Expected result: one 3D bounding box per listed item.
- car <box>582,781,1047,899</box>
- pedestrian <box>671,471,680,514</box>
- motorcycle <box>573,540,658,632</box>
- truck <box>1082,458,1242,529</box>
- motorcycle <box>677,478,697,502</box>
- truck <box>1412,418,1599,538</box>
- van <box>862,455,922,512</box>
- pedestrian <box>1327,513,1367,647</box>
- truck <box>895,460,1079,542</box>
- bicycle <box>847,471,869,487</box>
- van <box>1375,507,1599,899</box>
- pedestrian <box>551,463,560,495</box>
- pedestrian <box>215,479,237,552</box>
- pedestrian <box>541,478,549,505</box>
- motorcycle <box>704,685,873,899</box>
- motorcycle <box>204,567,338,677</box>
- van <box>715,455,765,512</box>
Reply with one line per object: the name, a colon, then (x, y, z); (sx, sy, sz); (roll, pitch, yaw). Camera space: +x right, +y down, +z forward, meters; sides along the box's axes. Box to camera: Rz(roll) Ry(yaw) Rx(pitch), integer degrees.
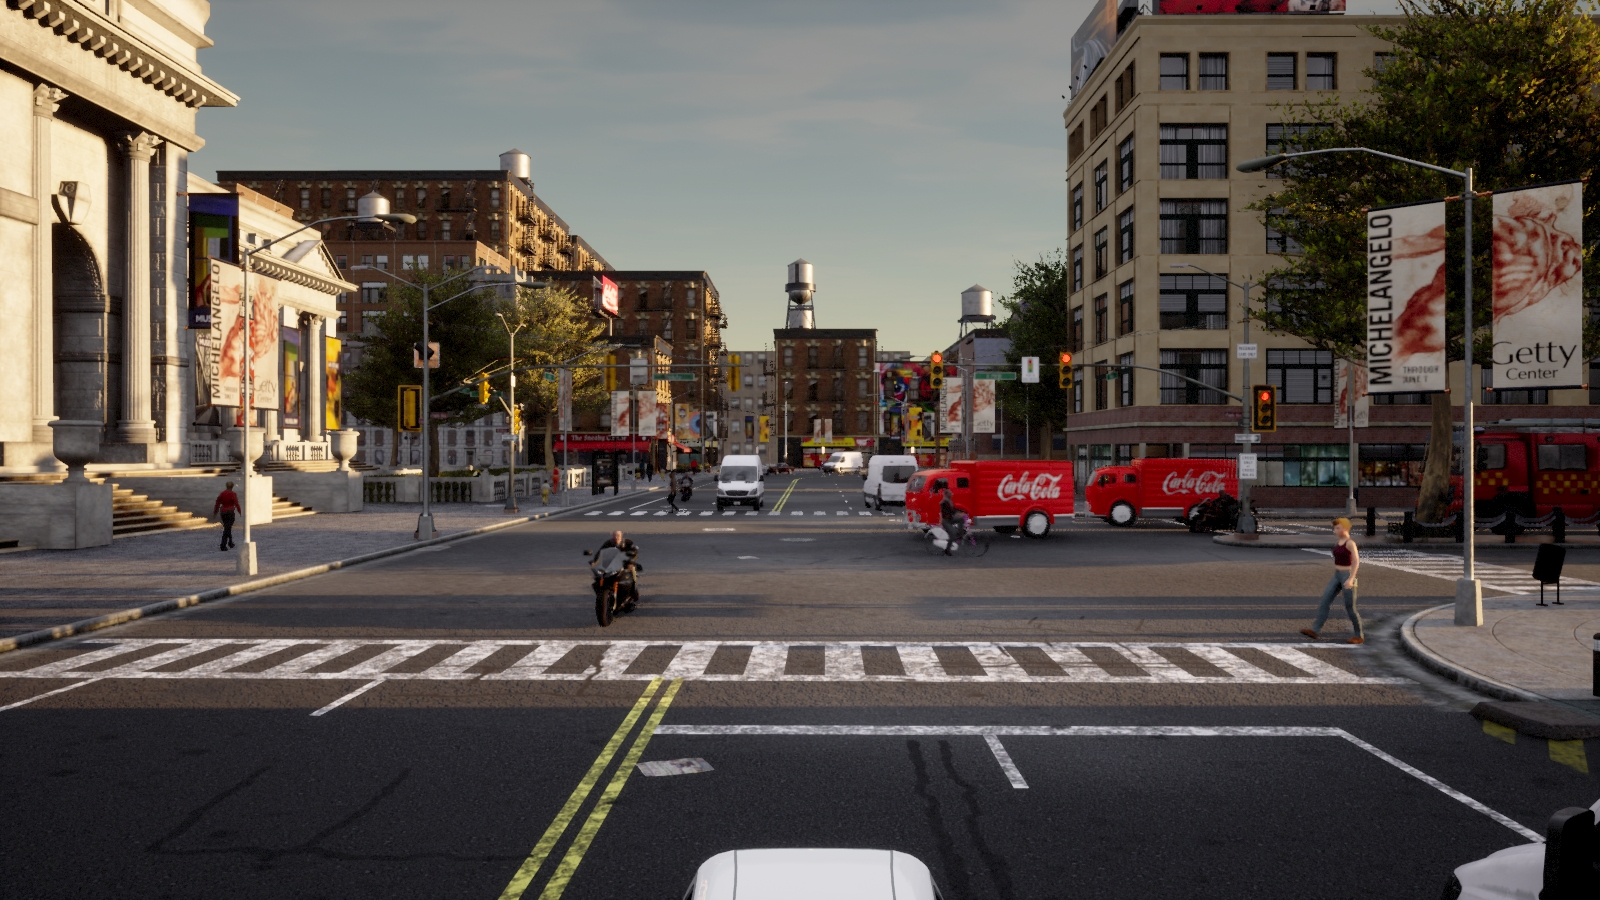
car: (0.047, 2.120, 3.817); (1.481, 1.376, 2.207); (0, 0, 0)
pedestrian: (-5.409, 1.848, 49.576); (0.375, 1.860, 0.375); (0, 0, 0)
motorcycle: (-3.018, 2.205, 18.928); (0.867, 1.251, 2.209); (0, 0, 5)
truck: (13.217, 1.563, 42.060); (5.204, 2.467, 2.627); (0, 0, 7)
motorcycle: (-6.217, 2.205, 62.895); (0.867, 1.251, 2.209); (0, 0, 1)
truck: (25.405, 0.890, 38.056); (8.468, 3.827, 2.891); (0, 0, 1)
van: (4.325, 1.534, 54.661); (1.988, 2.561, 5.915); (0, 0, -4)
pedestrian: (7.814, 1.849, 16.338); (0.375, 1.860, 0.375); (0, 0, -7)
truck: (5.988, 1.565, 36.863); (5.204, 2.467, 2.627); (0, 0, -16)
bicycle: (4.450, 2.210, 87.603); (1.835, 1.171, 0.329); (0, -2, 37)
van: (3.538, 1.534, 2.141); (1.988, 2.561, 5.915); (0, 0, 1)
pedestrian: (-14.319, 1.697, 66.863); (0.375, 1.860, 0.375); (0, 0, 10)
pedestrian: (-14.953, 1.696, 29.753); (0.375, 1.860, 0.375); (0, 0, 6)
pedestrian: (-12.143, 1.976, 54.473); (0.375, 1.300, 0.375); (0, 0, -12)
motorcycle: (-0.047, 2.182, 6.691); (0.856, 1.236, 1.805); (0, 0, 1)
motorcycle: (-6.907, 2.213, 15.040); (0.803, 1.145, 2.033); (0, 0, 1)
van: (-2.815, 1.534, 54.792); (1.988, 2.561, 5.915); (0, 0, 1)
